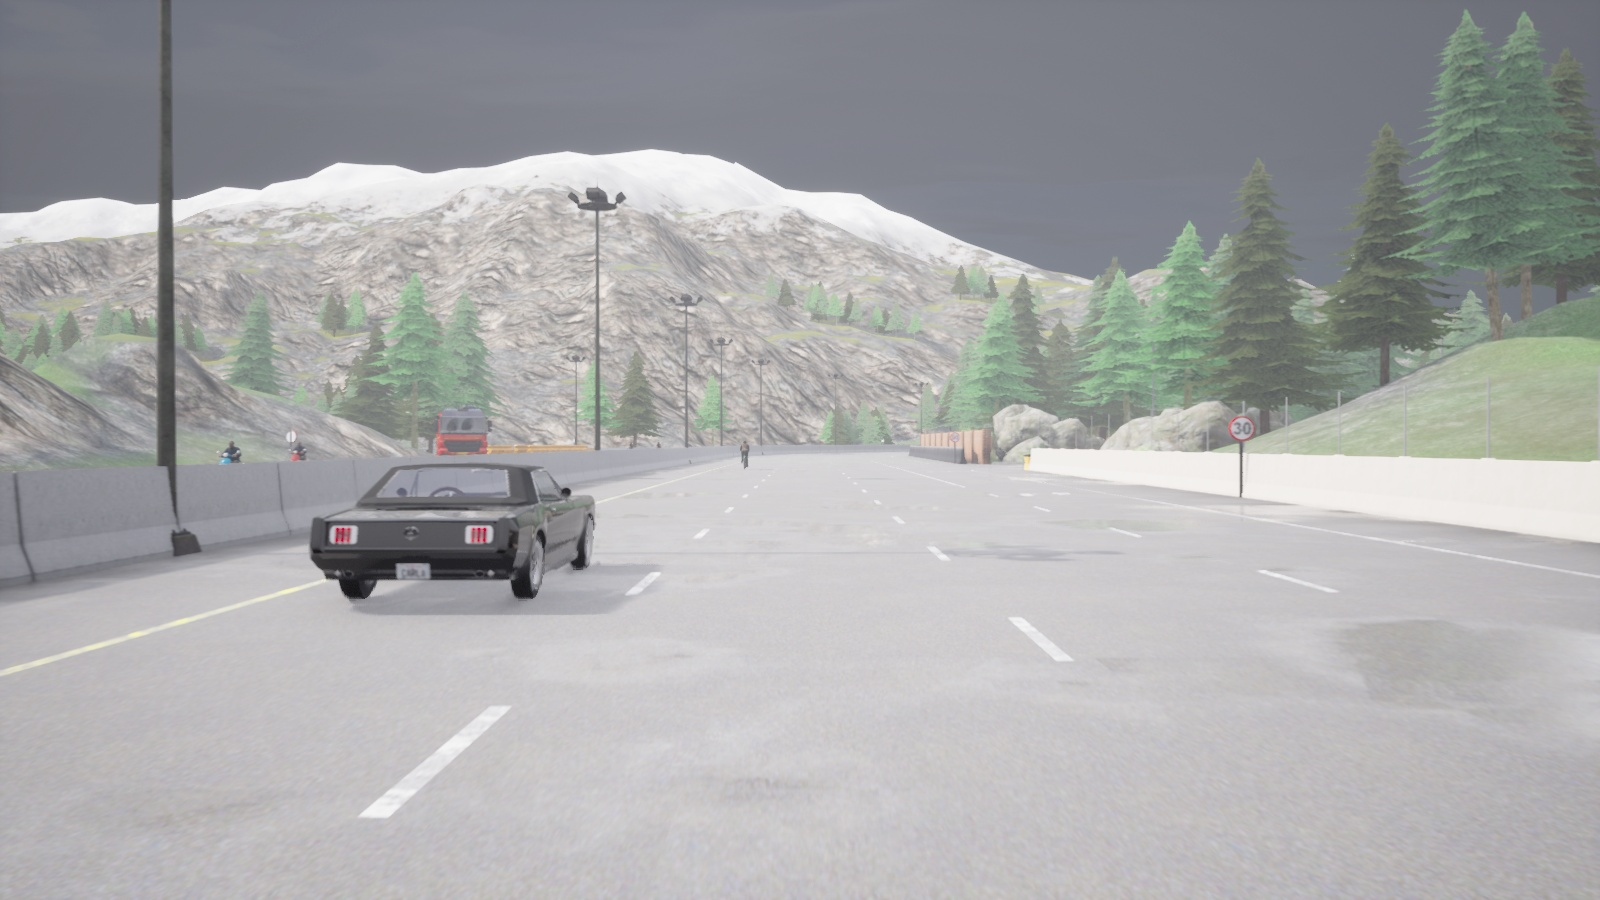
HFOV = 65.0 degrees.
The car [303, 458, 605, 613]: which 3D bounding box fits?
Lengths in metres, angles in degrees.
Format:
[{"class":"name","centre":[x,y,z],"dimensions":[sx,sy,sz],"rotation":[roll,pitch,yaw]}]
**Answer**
[{"class":"car","centre":[-3.409,0.768,13.397],"dimensions":[1.895,1.301,4.718],"rotation":[0,0,0]}]

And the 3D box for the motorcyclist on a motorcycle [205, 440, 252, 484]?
[{"class":"motorcyclist on a motorcycle","centre":[-20.726,0.424,45.603],"dimensions":[0.866,1.590,1.817],"rotation":[0,0,0]}]

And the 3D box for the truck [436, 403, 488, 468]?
[{"class":"truck","centre":[-21.211,-0.882,78.487],"dimensions":[2.891,3.827,8.468],"rotation":[0,0,-17]}]
